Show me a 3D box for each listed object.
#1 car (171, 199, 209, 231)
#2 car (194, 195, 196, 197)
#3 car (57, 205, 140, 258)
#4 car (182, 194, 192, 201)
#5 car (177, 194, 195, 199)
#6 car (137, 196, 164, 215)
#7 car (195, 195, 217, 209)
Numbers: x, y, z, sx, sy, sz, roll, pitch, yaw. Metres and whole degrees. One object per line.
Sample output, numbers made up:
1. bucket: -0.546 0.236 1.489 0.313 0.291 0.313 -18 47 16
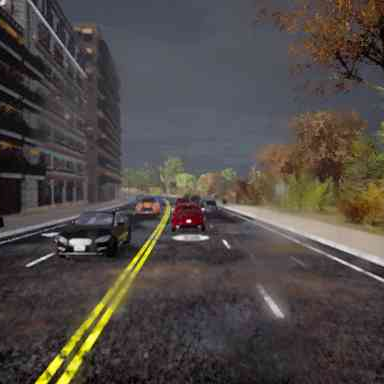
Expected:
1. car: -0.247 1.426 20.344 1.882 1.535 5.008 0 0 -2
2. car: 0.545 1.303 61.069 1.882 1.535 5.008 0 0 -5
3. car: -3.510 1.462 12.693 2.128 1.511 4.902 0 0 -1
4. car: -1.186 1.270 77.508 1.837 1.490 4.892 0 0 -7
5. car: -1.071 1.374 38.983 1.882 1.535 5.008 0 0 -3
6. car: -4.171 1.270 32.362 2.097 1.767 4.553 0 0 -3
7. car: 2.007 1.377 41.844 2.128 1.511 4.902 0 0 -3
